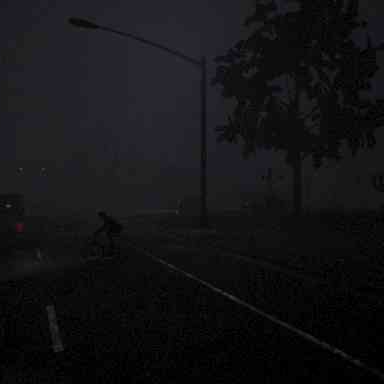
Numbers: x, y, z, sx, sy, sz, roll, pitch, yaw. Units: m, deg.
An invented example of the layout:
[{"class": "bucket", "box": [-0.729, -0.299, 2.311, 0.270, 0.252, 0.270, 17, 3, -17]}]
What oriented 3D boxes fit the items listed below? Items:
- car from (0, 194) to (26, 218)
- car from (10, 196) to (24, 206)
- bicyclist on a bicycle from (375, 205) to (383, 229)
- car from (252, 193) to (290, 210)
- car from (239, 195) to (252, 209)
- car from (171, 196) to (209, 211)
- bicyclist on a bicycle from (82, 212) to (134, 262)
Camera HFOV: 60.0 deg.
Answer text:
[{"class": "car", "box": [-15.954, 1.212, 29.212, 2.150, 2.045, 5.566, 0, 0, -27]}, {"class": "car", "box": [-27.508, 1.396, 52.381, 1.812, 1.442, 4.674, 0, 1, -27]}, {"class": "bicyclist on a bicycle", "box": [10.381, 1.528, 18.050, 1.620, 1.656, 0.582, 1, -14, -45]}, {"class": "car", "box": [10.498, 1.352, 42.947, 4.553, 1.767, 2.097, 0, 0, -28]}, {"class": "car", "box": [9.214, 1.224, 46.431, 5.566, 2.045, 2.150, 0, 0, -28]}, {"class": "car", "box": [-0.276, 1.353, 41.389, 4.553, 1.767, 2.097, 0, 0, -28]}, {"class": "bicyclist on a bicycle", "box": [-2.713, 1.453, 10.785, 1.656, 1.620, 0.582, -2, 1, -19]}]
